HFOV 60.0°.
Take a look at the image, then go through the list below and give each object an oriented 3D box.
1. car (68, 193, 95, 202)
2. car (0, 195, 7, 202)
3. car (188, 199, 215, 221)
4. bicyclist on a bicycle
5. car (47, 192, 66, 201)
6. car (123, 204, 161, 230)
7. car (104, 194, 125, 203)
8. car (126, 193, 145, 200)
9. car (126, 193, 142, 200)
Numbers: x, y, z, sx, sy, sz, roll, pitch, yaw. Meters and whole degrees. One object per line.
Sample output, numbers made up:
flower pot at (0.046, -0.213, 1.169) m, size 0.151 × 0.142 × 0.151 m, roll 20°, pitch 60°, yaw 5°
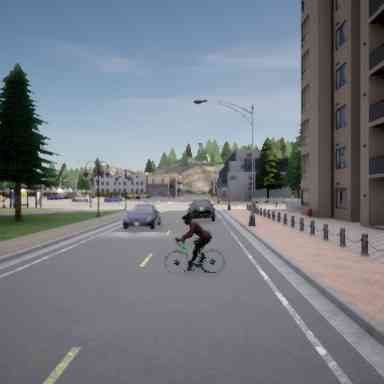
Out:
car at (-23.006, 1.396, 69.305) m, size 3.806 × 1.475 × 1.970 m, roll 0°, pitch 0°, yaw 1°
car at (-41.661, 1.342, 69.947) m, size 5.027 × 1.636 × 2.152 m, roll 0°, pitch 0°, yaw 1°
car at (0.787, 1.351, 27.263) m, size 2.097 × 1.767 × 4.553 m, roll 0°, pitch 0°, yaw 2°
bicyclist on a bicycle at (0.058, 1.447, 9.016) m, size 1.656 × 1.620 × 0.582 m, roll -2°, pitch 0°, yaw 2°
car at (-33.676, 1.331, 81.585) m, size 3.633 × 1.501 × 1.845 m, roll 0°, pitch 0°, yaw 1°
car at (-3.035, 1.524, 21.040) m, size 1.812 × 1.442 × 4.674 m, roll 0°, pitch 0°, yaw 2°
car at (-15.667, 1.386, 66.129) m, size 3.633 × 1.501 × 1.845 m, roll 0°, pitch 0°, yaw 1°
car at (-15.037, 1.109, 84.702) m, size 4.605 × 1.855 × 1.932 m, roll 0°, pitch 0°, yaw 1°
car at (-15.372, 1.088, 87.618) m, size 3.866 × 1.878 × 1.905 m, roll 0°, pitch 0°, yaw 1°
